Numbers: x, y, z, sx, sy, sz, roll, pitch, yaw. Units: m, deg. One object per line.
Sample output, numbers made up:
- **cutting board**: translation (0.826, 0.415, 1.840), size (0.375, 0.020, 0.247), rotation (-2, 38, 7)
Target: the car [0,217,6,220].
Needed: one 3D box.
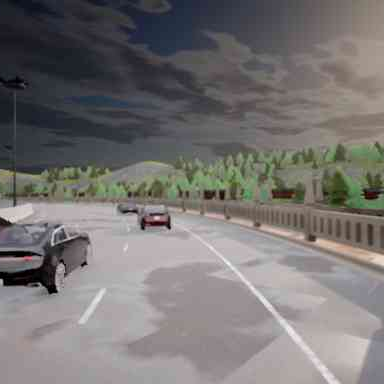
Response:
- **car**: translation (-7.977, 1.636, 12.839), size (1.812, 1.442, 4.674), rotation (0, 0, -8)

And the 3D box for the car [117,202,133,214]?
- **car**: translation (-7.417, 1.792, 38.191), size (1.994, 1.385, 4.181), rotation (0, 0, -21)

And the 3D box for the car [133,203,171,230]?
- **car**: translation (-2.612, 1.628, 22.465), size (2.163, 1.488, 4.792), rotation (0, 0, -12)

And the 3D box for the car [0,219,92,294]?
- **car**: translation (-4.001, 1.559, 8.856), size (2.128, 1.511, 4.902), rotation (0, 0, -5)
